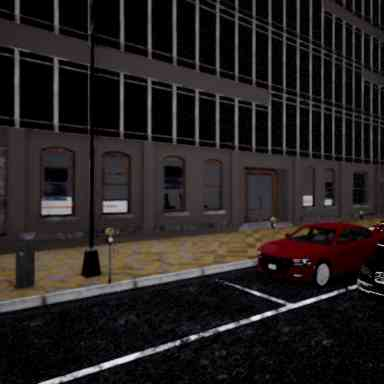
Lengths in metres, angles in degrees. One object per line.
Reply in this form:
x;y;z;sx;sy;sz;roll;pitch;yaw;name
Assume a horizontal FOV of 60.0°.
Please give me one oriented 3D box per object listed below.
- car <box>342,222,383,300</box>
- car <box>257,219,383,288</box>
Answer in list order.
5.617;1.492;7.399;4.892;1.490;1.837;0;0;-36;car
3.743;1.533;9.238;4.507;1.381;1.887;0;0;-36;car
